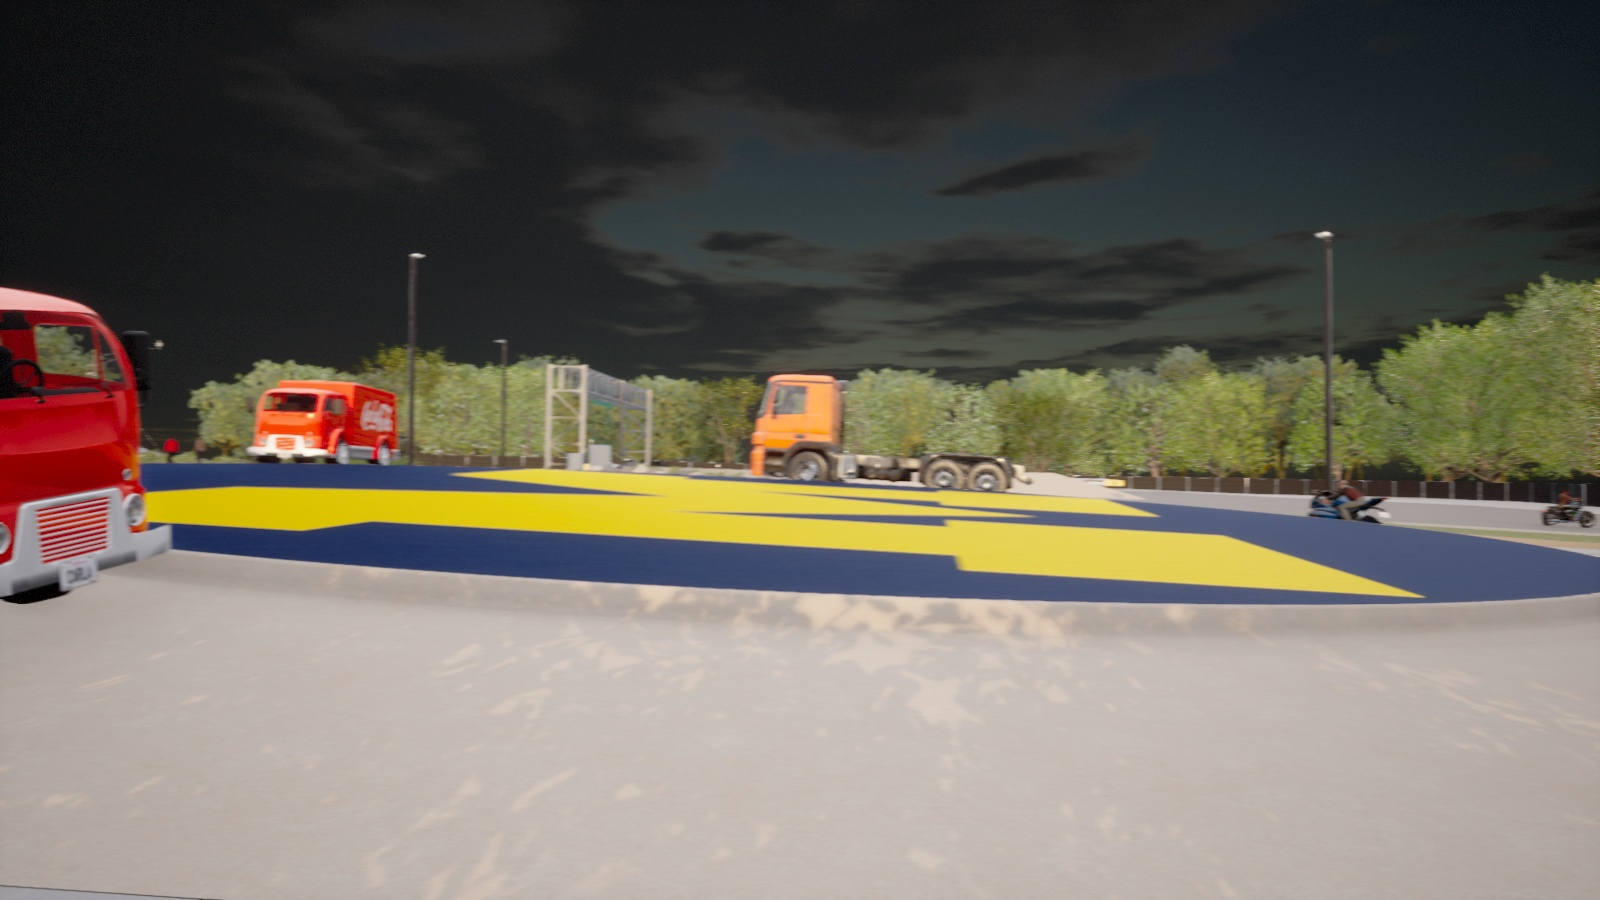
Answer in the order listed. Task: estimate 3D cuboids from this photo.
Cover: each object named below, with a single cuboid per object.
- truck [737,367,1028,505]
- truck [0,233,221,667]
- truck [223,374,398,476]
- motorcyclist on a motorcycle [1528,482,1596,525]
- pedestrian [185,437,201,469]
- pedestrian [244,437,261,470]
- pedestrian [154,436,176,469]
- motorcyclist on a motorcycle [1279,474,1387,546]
[{"bbox_3d":[2.450,-0.368,36.425,7.936,3.462,2.891,3,-2,8],"label":"truck"},{"bbox_3d":[-7.025,-0.086,8.215,5.204,2.467,2.627,1,6,10],"label":"truck"},{"bbox_3d":[-13.361,-0.584,34.729,2.627,2.467,5.204,2,-2,1],"label":"truck"},{"bbox_3d":[31.884,2.247,52.566,2.350,1.649,0.766,3,0,-5],"label":"motorcyclist on a motorcycle"},{"bbox_3d":[-34.158,0.180,70.681,0.869,1.805,0.328,-1,-2,27],"label":"pedestrian"},{"bbox_3d":[-31.695,0.209,72.663,0.694,1.848,0.540,-1,-2,24],"label":"pedestrian"},{"bbox_3d":[-36.173,0.161,71.553,0.899,1.844,0.634,-1,-1,21],"label":"pedestrian"},{"bbox_3d":[12.963,1.433,30.608,0.866,1.530,2.191,8,-3,-32],"label":"motorcyclist on a motorcycle"}]
